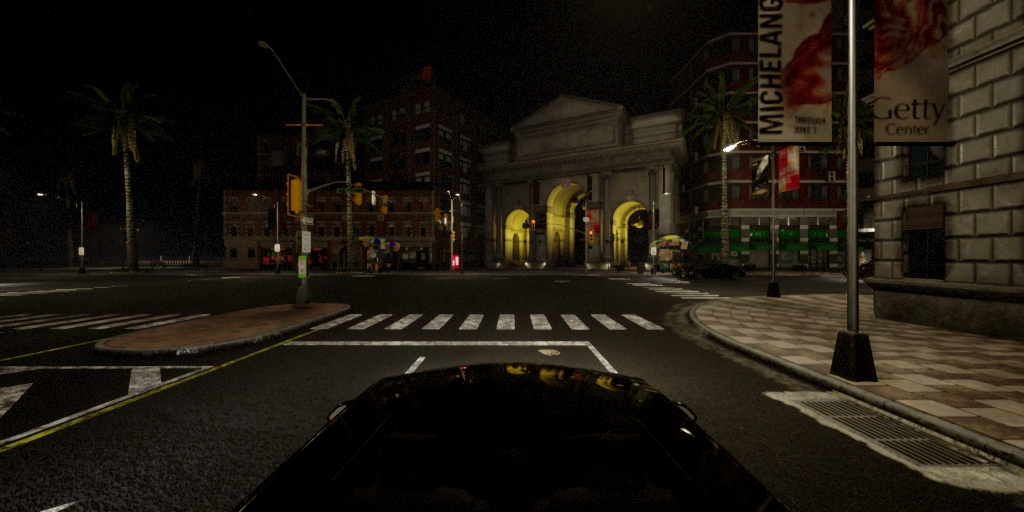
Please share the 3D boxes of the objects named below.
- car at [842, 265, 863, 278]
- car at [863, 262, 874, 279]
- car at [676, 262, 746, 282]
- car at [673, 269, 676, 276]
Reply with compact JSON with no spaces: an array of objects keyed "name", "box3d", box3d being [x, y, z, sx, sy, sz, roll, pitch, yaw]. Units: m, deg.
[{"name":"car","box3d":[31.988,1.275,31.583,4.674,1.442,1.812,0,0,2]},{"name":"car","box3d":[30.836,1.314,28.120,4.181,1.385,1.994,0,0,2]},{"name":"car","box3d":[15.879,1.276,28.331,4.674,1.442,1.812,0,0,0]},{"name":"car","box3d":[16.862,1.255,31.813,4.892,1.490,1.837,0,0,0]}]
